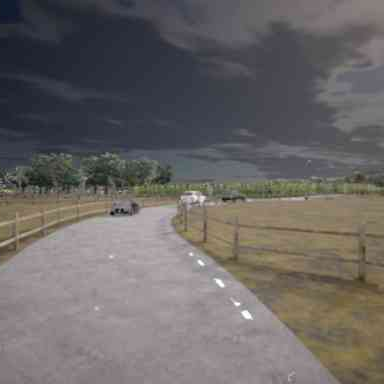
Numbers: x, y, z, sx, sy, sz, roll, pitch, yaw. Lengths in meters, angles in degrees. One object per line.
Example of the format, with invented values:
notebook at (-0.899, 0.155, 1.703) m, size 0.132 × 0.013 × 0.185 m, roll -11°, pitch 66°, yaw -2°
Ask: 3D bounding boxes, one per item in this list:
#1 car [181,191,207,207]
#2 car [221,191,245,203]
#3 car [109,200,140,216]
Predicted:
car at (0.312, 0.922, 45.978) m, size 2.150 × 2.045 × 5.566 m, roll -1°, pitch 0°, yaw 22°
car at (7.376, 0.780, 58.759) m, size 2.150 × 2.045 × 5.566 m, roll -2°, pitch 0°, yaw 39°
car at (-6.009, 1.419, 30.091) m, size 1.994 × 1.385 × 4.181 m, roll -1°, pitch 0°, yaw 4°
